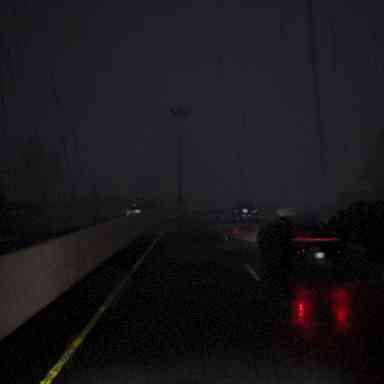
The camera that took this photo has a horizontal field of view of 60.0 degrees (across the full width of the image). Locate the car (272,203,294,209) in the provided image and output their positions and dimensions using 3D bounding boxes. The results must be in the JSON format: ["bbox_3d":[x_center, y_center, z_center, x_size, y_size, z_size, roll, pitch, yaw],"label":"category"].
[{"bbox_3d":[8.194,1.749,29.710,1.812,1.442,4.674,0,0,8],"label":"car"}]

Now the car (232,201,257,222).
[{"bbox_3d":[4.503,1.567,28.450,2.097,1.767,4.553,0,0,7],"label":"car"}]

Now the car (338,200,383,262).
[{"bbox_3d":[7.086,1.315,12.609,2.150,2.045,5.566,0,-1,0],"label":"car"}]

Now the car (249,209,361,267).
[{"bbox_3d":[3.583,1.581,11.747,2.128,1.511,4.902,0,0,0],"label":"car"}]

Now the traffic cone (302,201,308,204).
[{"bbox_3d":[27.553,2.569,81.698,0.340,0.580,0.340,0,-1,42],"label":"traffic cone"}]

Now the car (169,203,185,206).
[{"bbox_3d":[-1.908,1.856,48.283,2.128,1.511,4.902,0,-1,18],"label":"car"}]

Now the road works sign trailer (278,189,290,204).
[{"bbox_3d":[21.730,1.047,77.549,2.380,3.560,2.880,0,-1,42],"label":"road works sign trailer"}]
